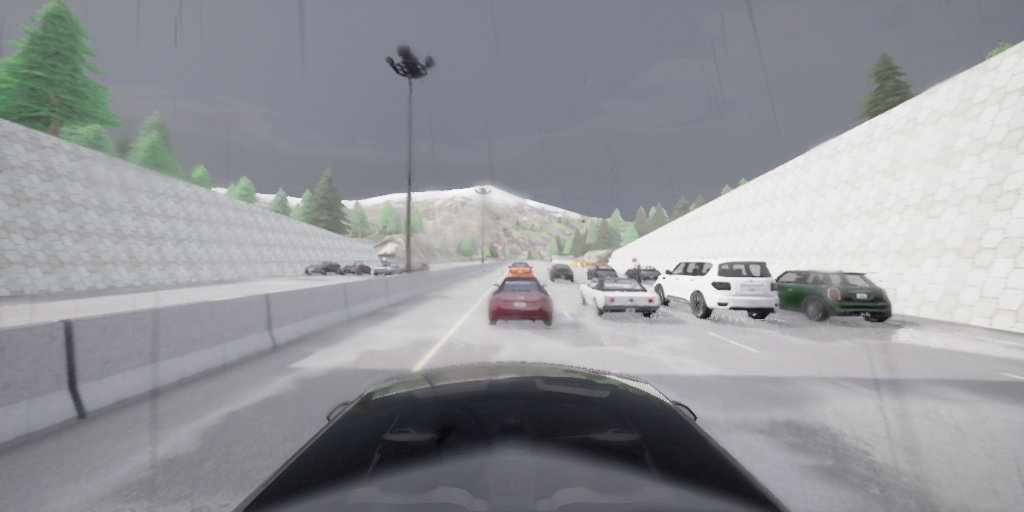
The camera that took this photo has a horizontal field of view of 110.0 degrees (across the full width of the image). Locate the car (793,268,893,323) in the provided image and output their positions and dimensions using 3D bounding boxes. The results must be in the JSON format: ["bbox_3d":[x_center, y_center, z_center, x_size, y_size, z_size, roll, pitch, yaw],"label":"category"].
[{"bbox_3d":[10.816,1.270,13.157,2.097,1.767,4.553,1,0,1],"label":"car"}]

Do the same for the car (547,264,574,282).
[{"bbox_3d":[4.228,1.471,31.327,1.837,1.490,4.892,1,0,1],"label":"car"}]

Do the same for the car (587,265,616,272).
[{"bbox_3d":[7.724,1.489,31.184,2.128,1.511,4.902,1,0,1],"label":"car"}]

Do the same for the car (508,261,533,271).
[{"bbox_3d":[0.723,1.284,31.083,2.097,1.767,4.553,1,0,1],"label":"car"}]

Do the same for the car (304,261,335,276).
[{"bbox_3d":[-20.221,1.275,38.532,2.128,1.511,4.902,1,0,1],"label":"car"}]

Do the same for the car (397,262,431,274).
[{"bbox_3d":[-9.771,1.347,36.883,1.882,1.535,5.008,1,-1,2],"label":"car"}]

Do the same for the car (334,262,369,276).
[{"bbox_3d":[-16.722,1.379,38.460,1.994,1.385,4.181,1,0,2],"label":"car"}]

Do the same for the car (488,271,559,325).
[{"bbox_3d":[0.289,1.380,12.235,1.994,1.385,4.181,1,0,1],"label":"car"}]

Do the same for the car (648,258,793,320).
[{"bbox_3d":[7.325,1.110,13.530,2.150,2.045,5.566,1,0,1],"label":"car"}]

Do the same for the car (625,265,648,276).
[{"bbox_3d":[11.224,1.521,31.101,2.128,1.511,4.902,1,0,1],"label":"car"}]

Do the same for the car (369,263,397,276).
[{"bbox_3d":[-13.217,1.448,38.556,1.895,1.301,4.718,1,0,2],"label":"car"}]

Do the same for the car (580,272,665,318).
[{"bbox_3d":[3.822,1.457,13.612,1.895,1.301,4.718,1,0,1],"label":"car"}]
